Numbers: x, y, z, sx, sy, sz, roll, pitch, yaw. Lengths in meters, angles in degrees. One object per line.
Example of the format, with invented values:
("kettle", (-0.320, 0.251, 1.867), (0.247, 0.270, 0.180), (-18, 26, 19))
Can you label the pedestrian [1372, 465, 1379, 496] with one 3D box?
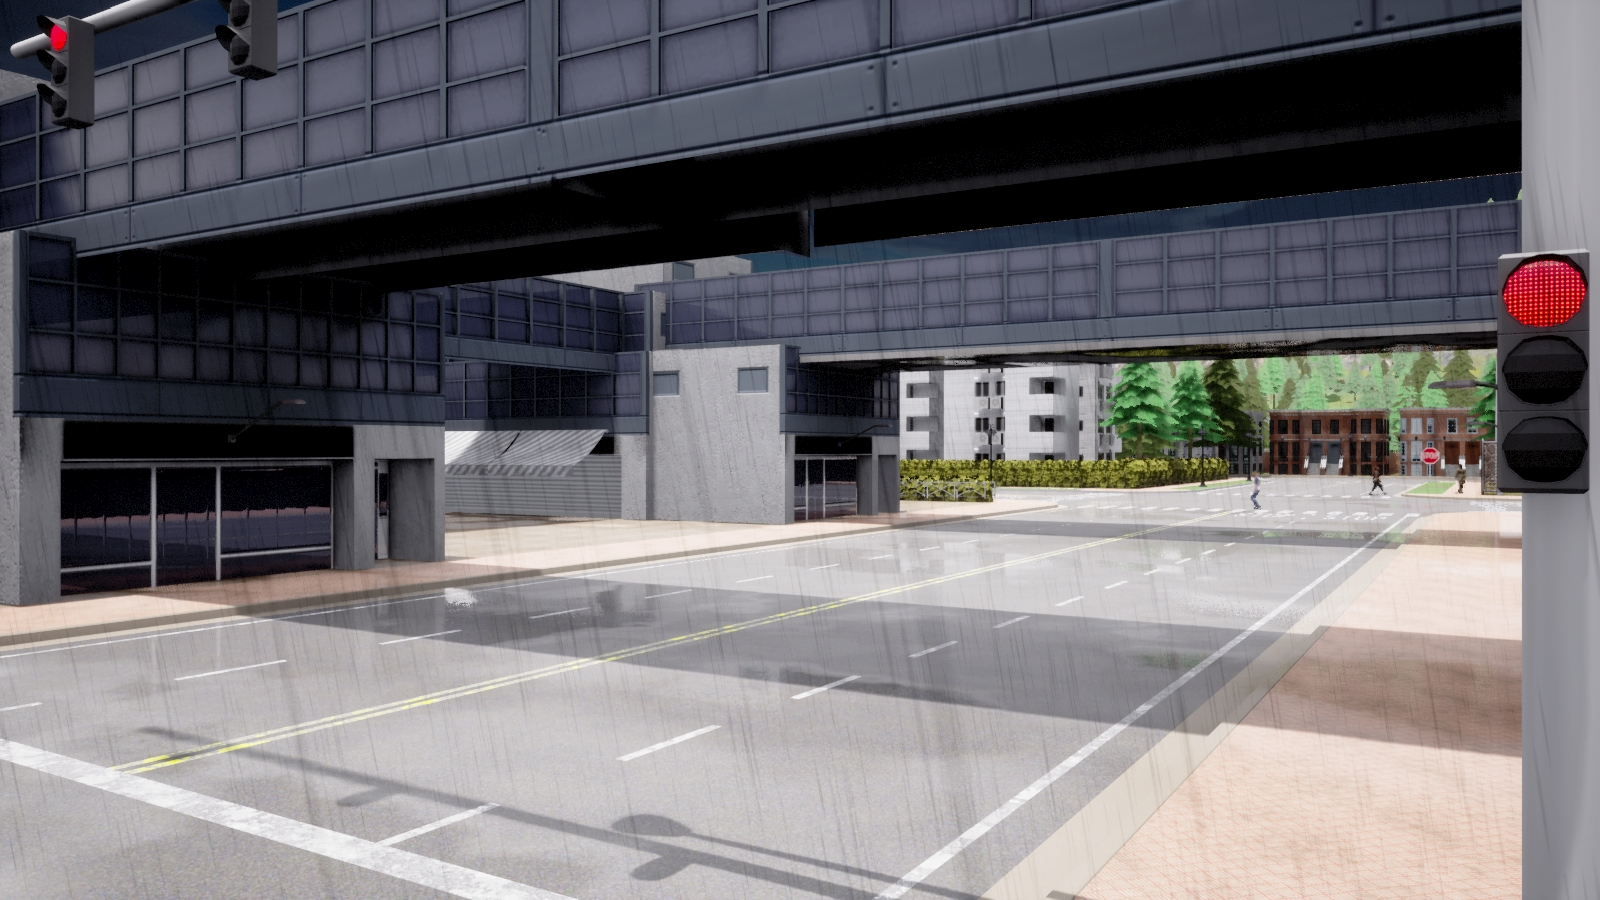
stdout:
("pedestrian", (34.567, 1.837, 68.634), (0.375, 1.860, 0.375), (0, 0, 32))

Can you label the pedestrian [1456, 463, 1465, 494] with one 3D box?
("pedestrian", (39.408, 1.684, 68.178), (0.375, 1.860, 0.375), (0, 0, 13))

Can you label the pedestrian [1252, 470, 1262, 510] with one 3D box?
("pedestrian", (21.371, 1.848, 53.404), (0.375, 1.860, 0.375), (0, 0, 31))
